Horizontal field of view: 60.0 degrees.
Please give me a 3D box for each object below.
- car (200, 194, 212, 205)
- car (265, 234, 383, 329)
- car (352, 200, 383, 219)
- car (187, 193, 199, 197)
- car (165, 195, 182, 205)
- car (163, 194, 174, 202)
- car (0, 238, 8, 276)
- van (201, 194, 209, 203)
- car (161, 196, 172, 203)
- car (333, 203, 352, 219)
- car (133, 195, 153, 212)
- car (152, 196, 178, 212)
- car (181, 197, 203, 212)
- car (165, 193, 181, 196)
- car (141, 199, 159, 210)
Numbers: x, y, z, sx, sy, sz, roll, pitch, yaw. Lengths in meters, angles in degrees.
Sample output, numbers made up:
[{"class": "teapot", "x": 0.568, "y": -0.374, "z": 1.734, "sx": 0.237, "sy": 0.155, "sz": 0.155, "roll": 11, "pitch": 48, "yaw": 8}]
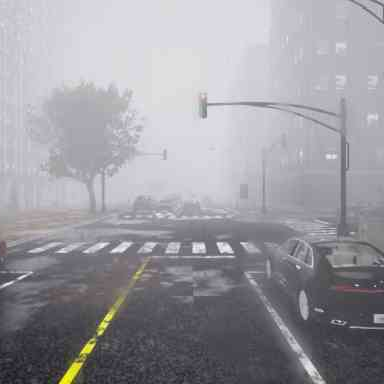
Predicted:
[{"class": "car", "x": 2.815, "y": 1.611, "z": 61.351, "sx": 1.947, "sy": 1.339, "sz": 4.313, "roll": 0, "pitch": 0, "yaw": 0}, {"class": "car", "x": 2.701, "y": 1.551, "z": 6.872, "sx": 2.008, "sy": 1.369, "sz": 4.403, "roll": 0, "pitch": 0, "yaw": 0}, {"class": "car", "x": 14.737, "y": 1.329, "z": 23.657, "sx": 5.357, "sy": 1.411, "sz": 2.033, "roll": -1, "pitch": 0, "yaw": 3}, {"class": "car", "x": 0.242, "y": 1.278, "z": 68.699, "sx": 2.150, "sy": 2.045, "sz": 5.566, "roll": 0, "pitch": 0, "yaw": 0}, {"class": "car", "x": -3.000, "y": 1.578, "z": 49.017, "sx": 2.033, "sy": 1.411, "sz": 5.357, "roll": 0, "pitch": 0, "yaw": 0}, {"class": "car", "x": -5.532, "y": 1.386, "z": 77.937, "sx": 2.192, "sy": 1.841, "sz": 5.009, "roll": 0, "pitch": 0, "yaw": 0}, {"class": "car", "x": -5.679, "y": 1.545, "z": 6.889, "sx": 1.887, "sy": 1.381, "sz": 4.507, "roll": 0, "pitch": 0, "yaw": 0}, {"class": "van", "x": 2.837, "y": 1.402, "z": 72.397, "sx": 1.690, "sy": 1.788, "sz": 3.998, "roll": 0, "pitch": 0, "yaw": 0}, {"class": "car", "x": -5.543, "y": 1.627, "z": 72.415, "sx": 1.947, "sy": 1.339, "sz": 4.313, "roll": 0, "pitch": 0, "yaw": 0}, {"class": "car", "x": 13.478, "y": 1.350, "z": 26.255, "sx": 4.403, "sy": 1.369, "sz": 2.008, "roll": -1, "pitch": 1, "yaw": 0}, {"class": "car", "x": -5.613, "y": 1.336, "z": 39.277, "sx": 2.192, "sy": 1.841, "sz": 5.009, "roll": 0, "pitch": 0, "yaw": 0}, {"class": "car", "x": -3.023, "y": 1.568, "z": 38.564, "sx": 2.033, "sy": 1.411, "sz": 5.357, "roll": 0, "pitch": 0, "yaw": 0}, {"class": "car", "x": 0.052, "y": 1.622, "z": 39.459, "sx": 1.895, "sy": 1.301, "sz": 4.718, "roll": 0, "pitch": 0, "yaw": 2}, {"class": "car", "x": -2.930, "y": 1.264, "z": 59.660, "sx": 2.150, "sy": 2.045, "sz": 5.566, "roll": 0, "pitch": 0, "yaw": 3}, {"class": "car", "x": -5.601, "y": 1.592, "z": 44.800, "sx": 1.947, "sy": 1.339, "sz": 4.313, "roll": 0, "pitch": 0, "yaw": 0}]
